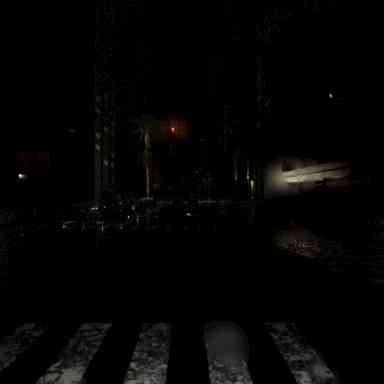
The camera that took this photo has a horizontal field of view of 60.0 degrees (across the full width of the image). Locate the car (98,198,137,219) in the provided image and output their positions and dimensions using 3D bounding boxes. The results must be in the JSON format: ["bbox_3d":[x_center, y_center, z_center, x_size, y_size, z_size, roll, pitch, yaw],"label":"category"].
[{"bbox_3d":[-6.527,1.543,29.625,1.882,1.535,5.008,0,0,0],"label":"car"}]

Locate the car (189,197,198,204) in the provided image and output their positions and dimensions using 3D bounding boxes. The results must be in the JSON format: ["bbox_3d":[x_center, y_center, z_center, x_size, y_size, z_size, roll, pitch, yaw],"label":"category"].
[{"bbox_3d":[0.279,1.790,69.850,1.994,1.385,4.181,0,0,0],"label":"car"}]

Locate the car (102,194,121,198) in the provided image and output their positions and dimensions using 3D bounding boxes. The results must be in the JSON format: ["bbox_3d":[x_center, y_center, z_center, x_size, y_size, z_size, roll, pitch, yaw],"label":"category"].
[{"bbox_3d":[-9.753,1.320,39.838,2.150,2.045,5.566,0,0,0],"label":"car"}]

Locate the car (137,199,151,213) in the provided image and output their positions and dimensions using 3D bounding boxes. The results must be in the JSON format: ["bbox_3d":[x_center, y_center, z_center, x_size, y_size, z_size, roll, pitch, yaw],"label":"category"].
[{"bbox_3d":[-6.502,1.587,39.093,2.128,1.511,4.902,0,0,0],"label":"car"}]

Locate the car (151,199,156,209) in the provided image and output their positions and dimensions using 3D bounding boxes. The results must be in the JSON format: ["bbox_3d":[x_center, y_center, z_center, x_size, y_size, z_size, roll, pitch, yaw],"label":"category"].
[{"bbox_3d":[-6.467,1.735,48.982,1.895,1.301,4.718,0,0,1],"label":"car"}]

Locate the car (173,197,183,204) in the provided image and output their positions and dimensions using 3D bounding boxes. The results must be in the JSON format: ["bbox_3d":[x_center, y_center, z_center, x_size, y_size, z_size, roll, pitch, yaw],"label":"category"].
[{"bbox_3d":[-2.971,1.790,69.833,1.994,1.385,4.181,0,0,0],"label":"car"}]

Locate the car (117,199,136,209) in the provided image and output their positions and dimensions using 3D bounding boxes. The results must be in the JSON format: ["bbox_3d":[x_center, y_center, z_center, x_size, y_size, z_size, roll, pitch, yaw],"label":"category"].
[{"bbox_3d":[-9.711,1.701,49.798,1.994,1.385,4.181,0,0,0],"label":"car"}]

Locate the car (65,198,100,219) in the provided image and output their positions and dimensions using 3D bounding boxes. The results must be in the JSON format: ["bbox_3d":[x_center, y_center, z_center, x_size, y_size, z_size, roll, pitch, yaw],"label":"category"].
[{"bbox_3d":[-9.772,1.544,29.892,1.882,1.535,5.008,0,0,0],"label":"car"}]
